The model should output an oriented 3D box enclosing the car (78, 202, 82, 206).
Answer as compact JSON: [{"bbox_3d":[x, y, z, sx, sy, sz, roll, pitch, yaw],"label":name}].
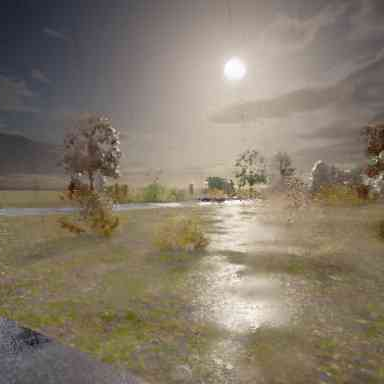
[{"bbox_3d":[-15.845,1.668,52.616,1.994,1.385,4.181,0,0,34],"label":"car"}]

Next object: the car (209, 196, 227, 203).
[{"bbox_3d":[6.139,1.652,74.208,1.882,1.535,5.008,0,0,27],"label":"car"}]

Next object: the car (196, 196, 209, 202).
[{"bbox_3d":[2.882,1.641,80.572,1.882,1.535,5.008,0,0,34],"label":"car"}]
